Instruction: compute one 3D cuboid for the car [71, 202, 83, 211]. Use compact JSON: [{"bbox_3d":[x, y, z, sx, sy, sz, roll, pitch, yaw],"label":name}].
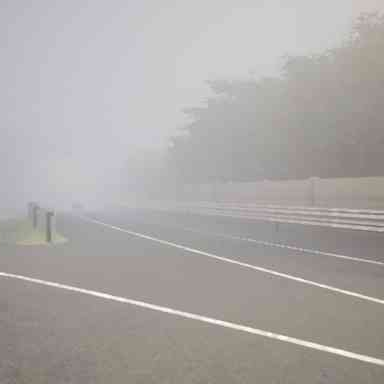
[{"bbox_3d":[-19.773,2.436,57.238,1.882,1.535,5.008,-1,-3,-20],"label":"car"}]
